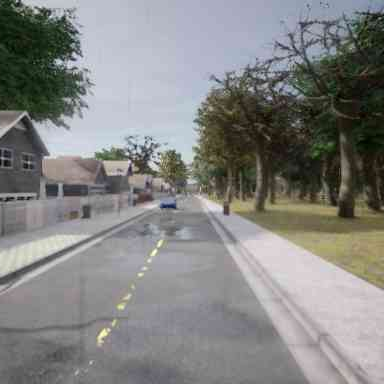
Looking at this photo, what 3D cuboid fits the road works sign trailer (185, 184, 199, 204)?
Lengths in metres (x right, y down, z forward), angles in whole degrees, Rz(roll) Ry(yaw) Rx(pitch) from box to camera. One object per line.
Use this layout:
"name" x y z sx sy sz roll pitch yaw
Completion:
"road works sign trailer" 0.010 0.314 59.422 2.380 3.560 2.880 0 0 0

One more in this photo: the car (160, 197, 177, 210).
"car" -2.828 1.368 40.392 1.882 1.535 5.008 0 0 0
